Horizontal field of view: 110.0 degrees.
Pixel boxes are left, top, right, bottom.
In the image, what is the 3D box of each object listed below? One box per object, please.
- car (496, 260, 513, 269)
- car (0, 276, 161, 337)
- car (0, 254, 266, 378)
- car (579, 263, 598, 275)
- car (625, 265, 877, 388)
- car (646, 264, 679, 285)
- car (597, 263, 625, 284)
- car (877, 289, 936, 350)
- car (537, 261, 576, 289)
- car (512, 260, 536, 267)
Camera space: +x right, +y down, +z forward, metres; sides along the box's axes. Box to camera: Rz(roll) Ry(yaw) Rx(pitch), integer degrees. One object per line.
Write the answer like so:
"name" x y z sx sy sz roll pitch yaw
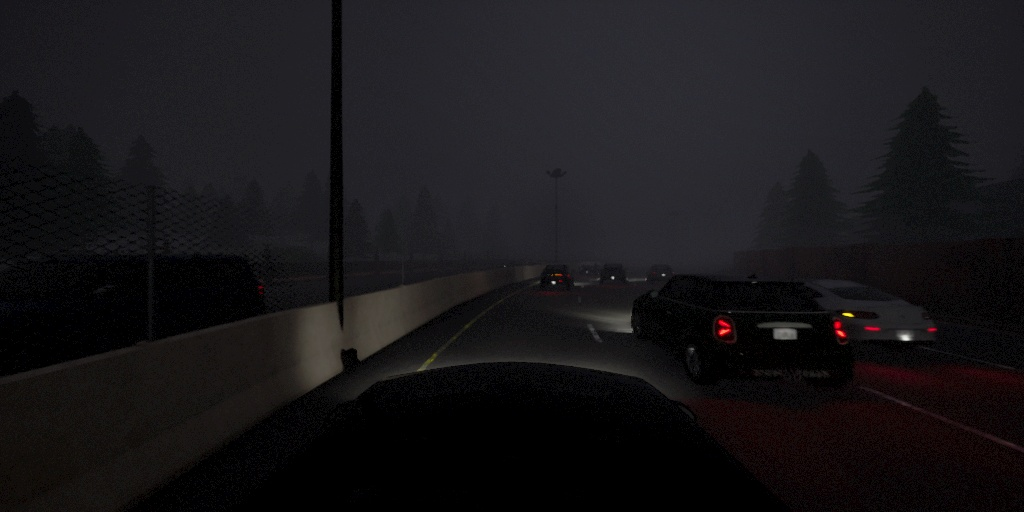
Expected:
"car" -0.508 1.391 53.144 1.837 1.490 4.892 0 0 29
"car" -13.539 1.359 10.369 1.895 1.301 4.718 0 0 5
"car" -6.885 0.977 6.000 2.150 2.045 5.566 0 0 3
"car" 8.949 1.412 40.320 1.895 1.301 4.718 0 0 25
"car" 3.946 1.112 7.131 2.097 1.767 4.553 0 0 4
"car" 11.612 1.358 27.949 1.994 1.385 4.181 0 0 17
"car" 7.910 1.297 27.868 1.837 1.490 4.892 0 0 17
"car" 7.609 1.289 9.036 1.812 1.442 4.674 0 0 5
"car" 3.025 1.288 23.364 1.837 1.490 4.892 0 0 14
"car" 2.560 1.441 51.460 2.033 1.411 5.357 0 0 29
